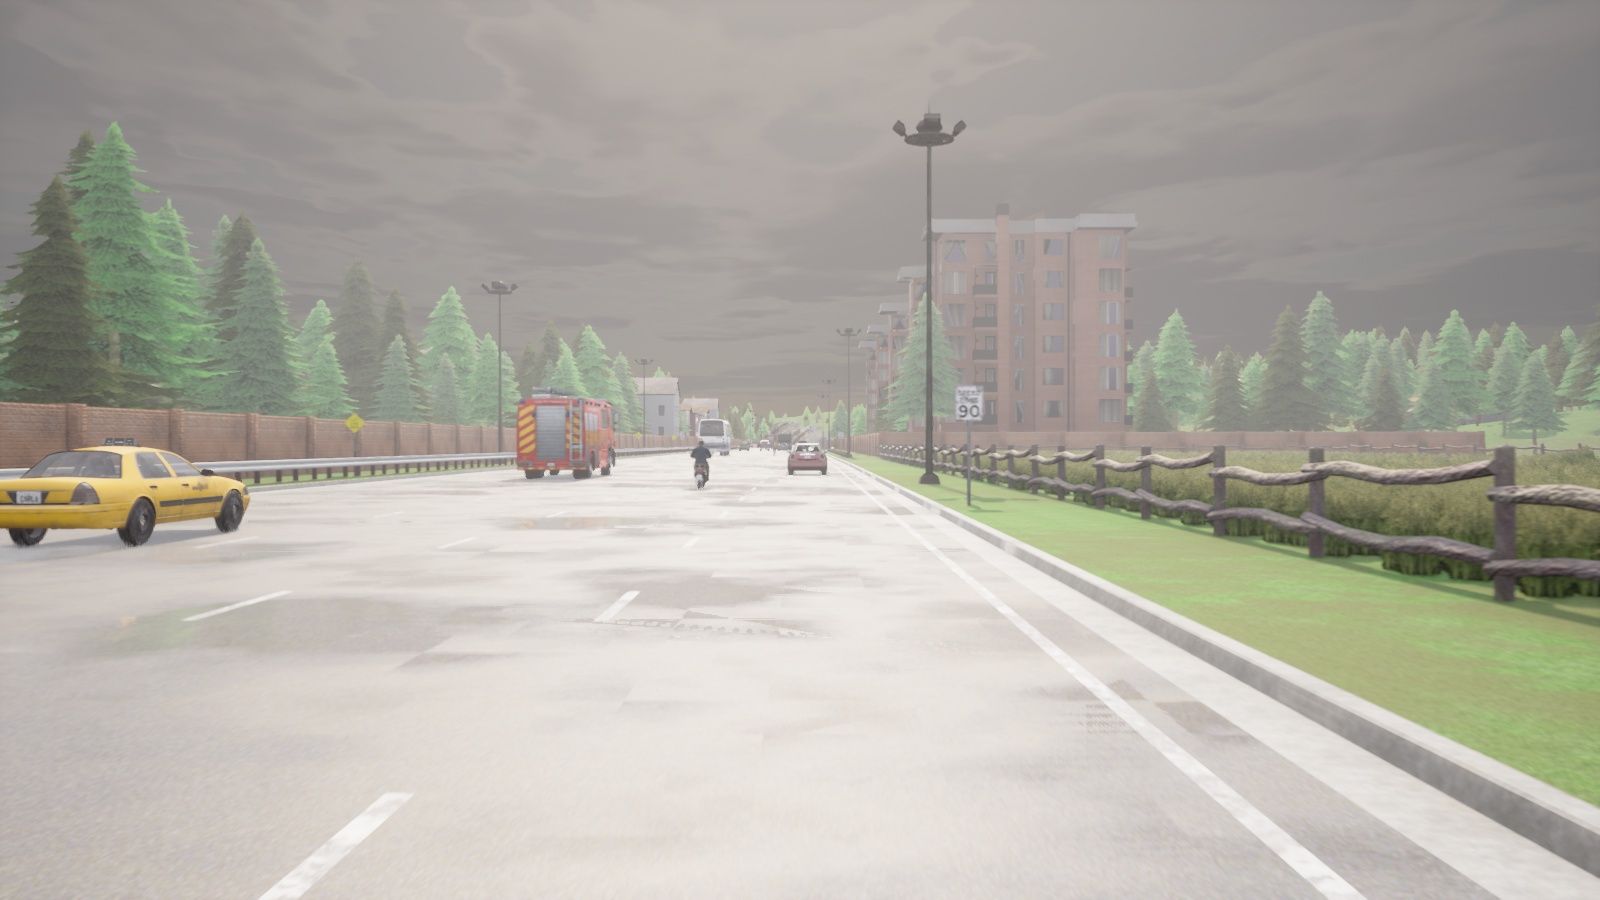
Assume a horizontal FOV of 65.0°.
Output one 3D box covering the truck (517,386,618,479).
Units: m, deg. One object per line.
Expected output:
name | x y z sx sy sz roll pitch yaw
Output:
truck | -10.167 -0.741 55.824 2.891 3.827 8.468 0 0 0

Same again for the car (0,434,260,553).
car | -10.375 0.568 19.304 1.801 1.575 5.366 0 0 0

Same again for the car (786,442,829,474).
car | 0.359 0.371 60.448 1.970 1.475 3.806 0 0 0

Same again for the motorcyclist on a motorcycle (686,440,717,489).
motorcyclist on a motorcycle | -3.249 0.463 41.557 0.866 1.590 1.817 0 0 0
